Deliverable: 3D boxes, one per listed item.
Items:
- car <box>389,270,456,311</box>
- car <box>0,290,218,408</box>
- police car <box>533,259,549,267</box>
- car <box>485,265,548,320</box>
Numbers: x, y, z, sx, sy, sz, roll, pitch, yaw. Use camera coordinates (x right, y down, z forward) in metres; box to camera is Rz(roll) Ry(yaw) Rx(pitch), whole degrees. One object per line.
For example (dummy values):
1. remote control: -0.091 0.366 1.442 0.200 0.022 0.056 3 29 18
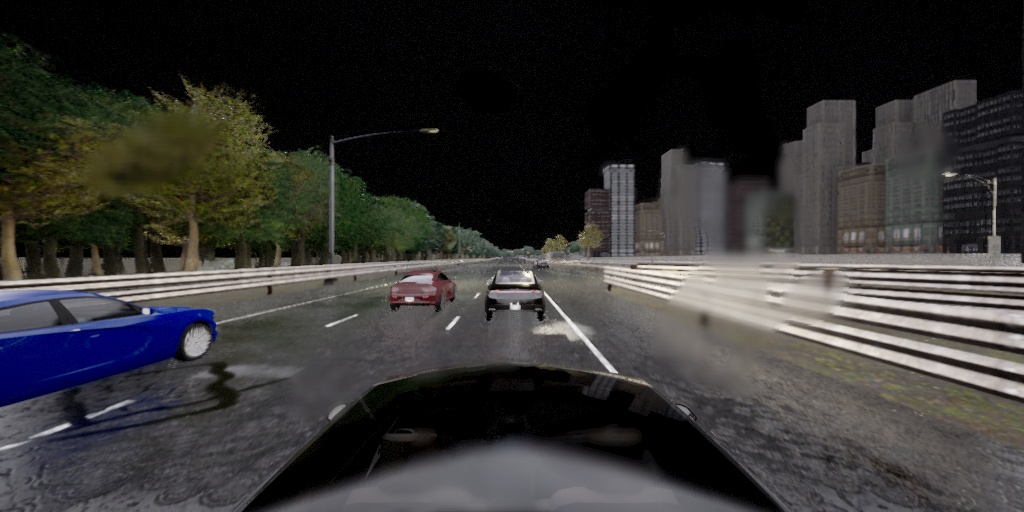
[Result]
1. car: -3.404 1.271 14.230 1.812 1.442 4.674 0 0 0
2. car: -6.901 1.227 5.204 1.882 1.535 5.008 0 0 0
3. police car: 4.759 1.323 59.847 2.038 1.542 4.974 0 0 -6
4. car: 0.096 1.238 12.609 2.128 1.511 4.902 0 0 0
